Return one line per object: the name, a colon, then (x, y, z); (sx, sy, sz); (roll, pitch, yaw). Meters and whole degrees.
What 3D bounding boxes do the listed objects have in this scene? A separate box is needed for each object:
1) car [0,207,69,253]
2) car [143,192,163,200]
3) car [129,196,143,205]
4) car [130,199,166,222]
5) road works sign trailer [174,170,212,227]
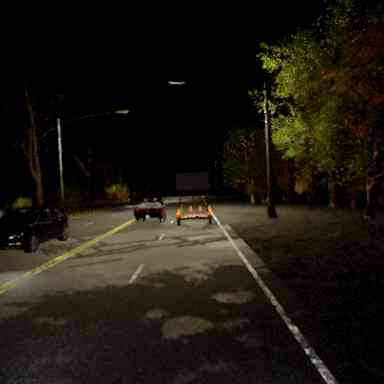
car: (-6.511, 1.405, 13.311); (1.837, 1.490, 4.892); (0, 1, 1)
car: (-6.045, 1.037, 54.422); (2.150, 2.045, 5.566); (-3, 1, 1)
car: (-9.255, 1.451, 55.919); (1.837, 1.490, 4.892); (-3, 1, 1)
car: (-2.949, 1.498, 24.408); (1.895, 1.301, 4.718); (-2, -4, 0)
road works sign trailer: (0.099, 0.339, 22.347); (2.380, 3.560, 2.880); (-3, 1, 1)
